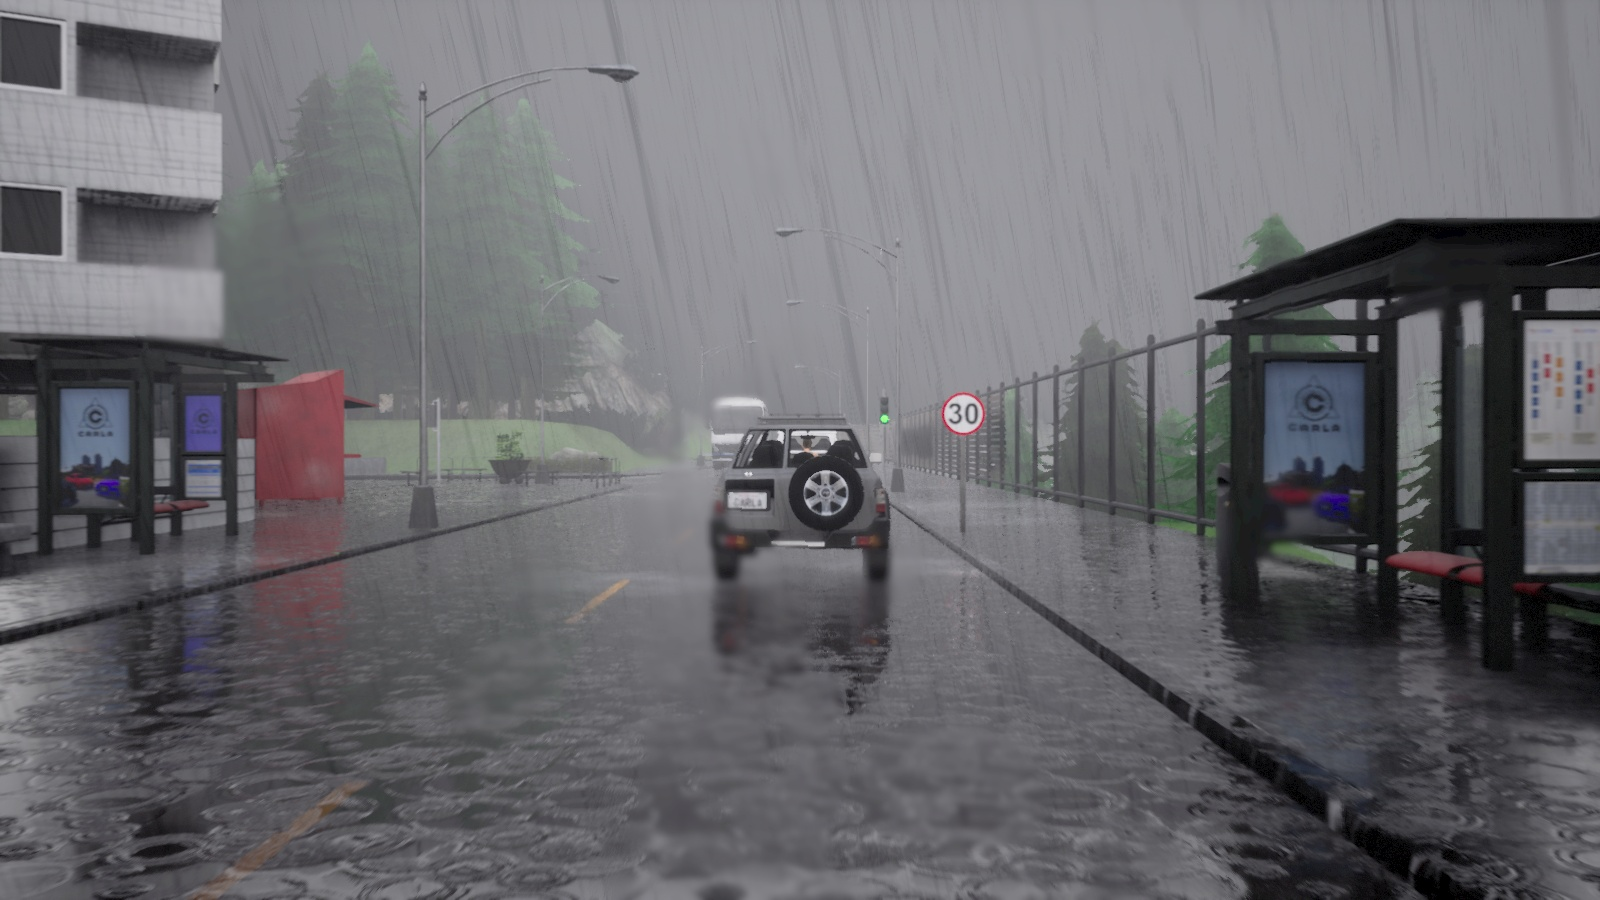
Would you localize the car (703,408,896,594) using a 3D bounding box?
[{"bbox_3d":[0.082,0.496,14.849,1.932,1.855,4.605,0,0,2],"label":"car"}]

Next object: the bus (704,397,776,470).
[{"bbox_3d":[-3.566,-0.986,78.105,3.944,4.253,10.273,0,0,0],"label":"bus"}]
